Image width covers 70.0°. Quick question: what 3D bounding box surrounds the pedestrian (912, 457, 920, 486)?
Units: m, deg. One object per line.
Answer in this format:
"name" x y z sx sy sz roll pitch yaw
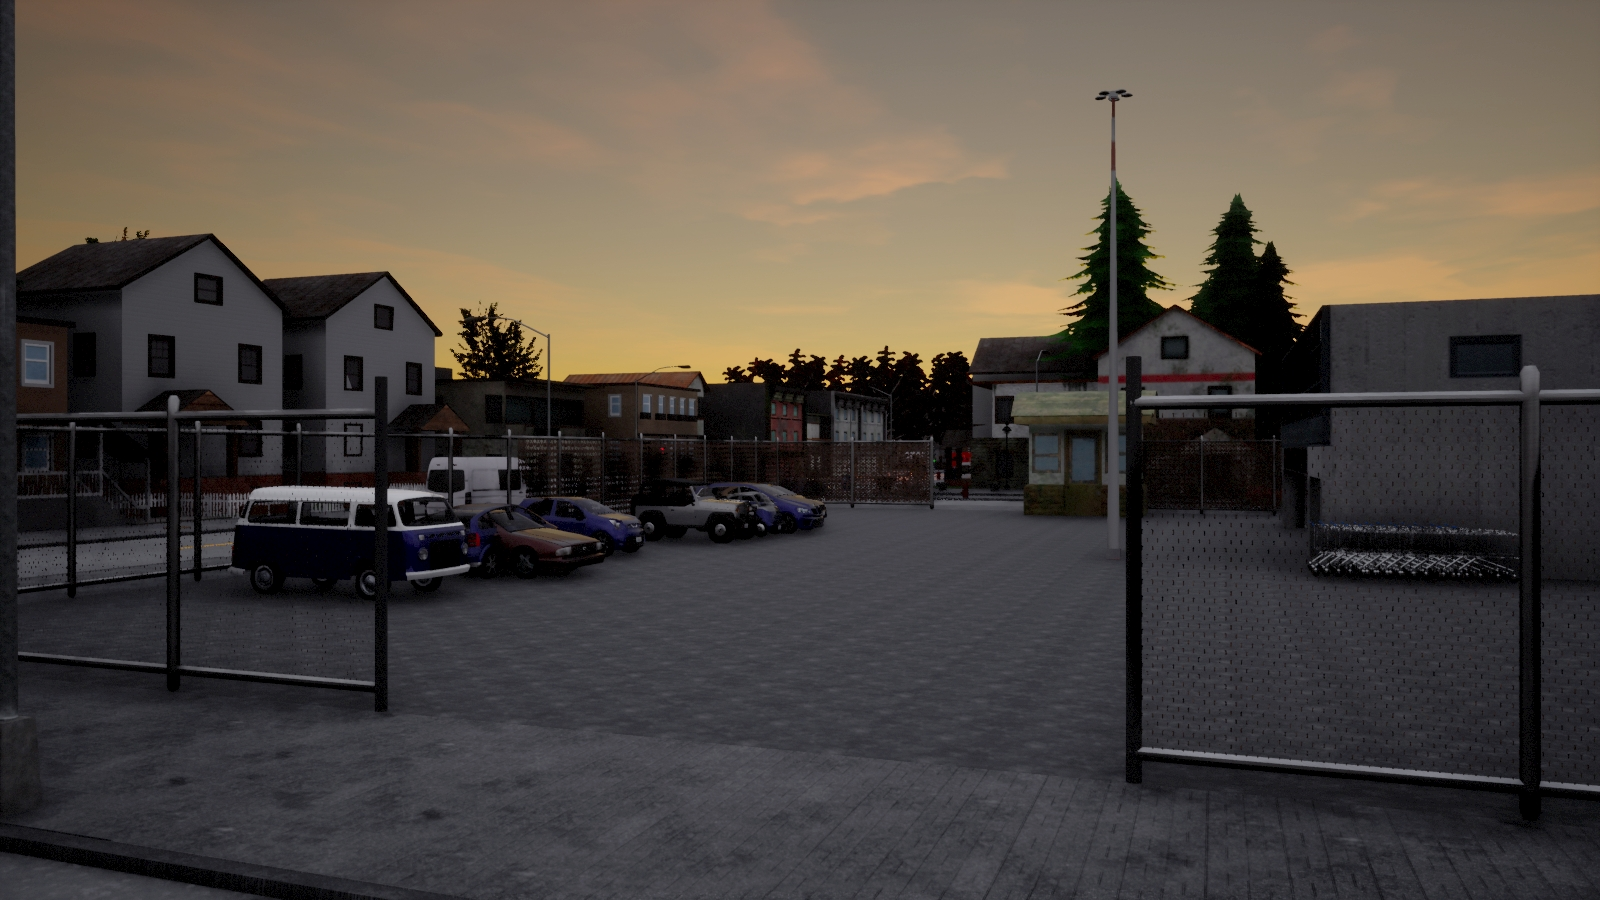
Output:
"pedestrian" 7.451 1.403 73.261 0.375 1.860 0.375 0 0 -15

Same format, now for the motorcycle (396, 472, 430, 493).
"motorcycle" -23.470 1.970 69.268 1.805 1.236 0.856 0 0 19

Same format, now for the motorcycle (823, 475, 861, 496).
"motorcycle" 2.363 1.996 64.248 2.033 1.145 0.803 0 0 20

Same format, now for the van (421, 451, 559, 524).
"van" -11.617 1.319 43.358 1.988 2.561 5.915 0 0 20
